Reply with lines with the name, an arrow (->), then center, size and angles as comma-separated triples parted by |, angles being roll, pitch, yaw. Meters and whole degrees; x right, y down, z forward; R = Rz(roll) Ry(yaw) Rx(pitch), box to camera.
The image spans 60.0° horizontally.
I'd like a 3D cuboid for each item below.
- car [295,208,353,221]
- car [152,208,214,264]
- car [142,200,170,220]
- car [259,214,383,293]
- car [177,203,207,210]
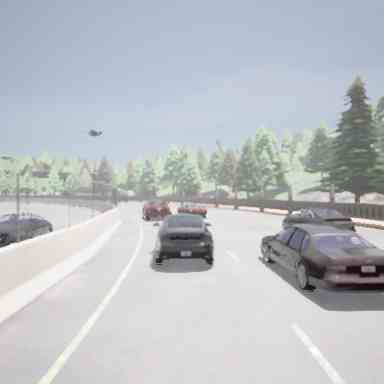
car -> 6.192, 1.551, 16.823 | 2.128, 1.511, 4.902 | 0, 0, -6
car -> -0.341, 1.547, 12.003 | 1.837, 1.490, 4.892 | 0, 0, -4
car -> -3.203, 1.456, 29.284 | 2.097, 1.767, 4.553 | 0, 0, -14
car -> 3.357, 1.580, 9.081 | 2.033, 1.411, 5.357 | 0, 0, -3
car -> -0.099, 1.712, 31.383 | 1.895, 1.301, 4.718 | 0, 0, -15
